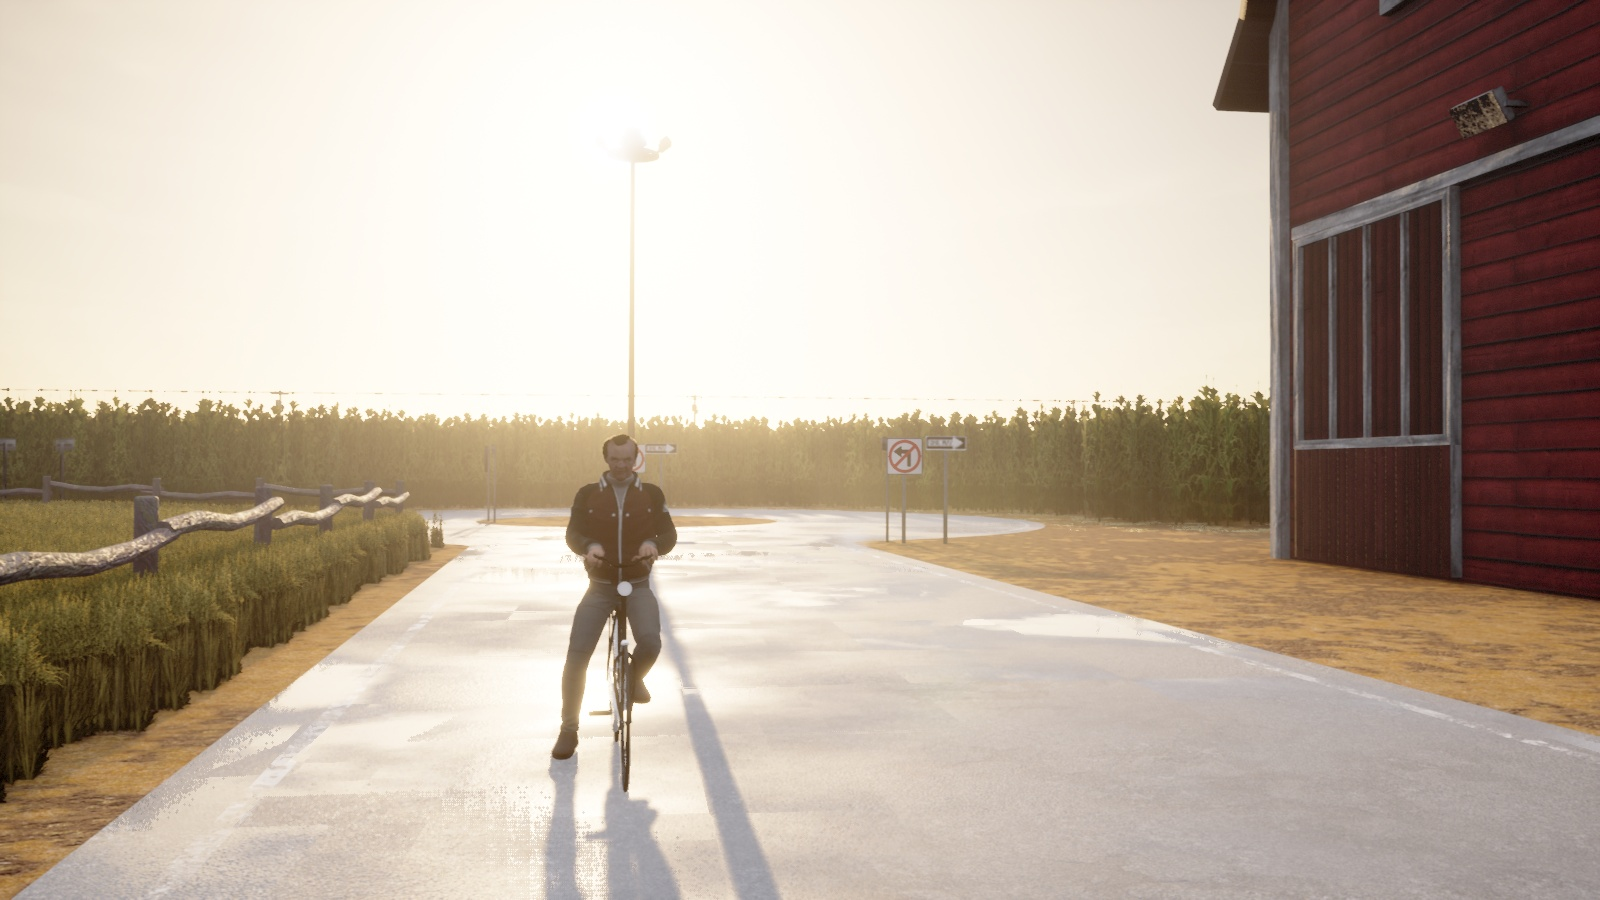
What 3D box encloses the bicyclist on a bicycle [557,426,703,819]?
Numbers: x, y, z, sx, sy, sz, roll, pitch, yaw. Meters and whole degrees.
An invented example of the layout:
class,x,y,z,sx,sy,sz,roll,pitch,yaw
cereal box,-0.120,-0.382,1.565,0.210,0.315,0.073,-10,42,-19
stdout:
class,x,y,z,sx,sy,sz,roll,pitch,yaw
bicyclist on a bicycle,-0.941,0.799,6.652,0.659,1.776,1.843,0,-1,-10
